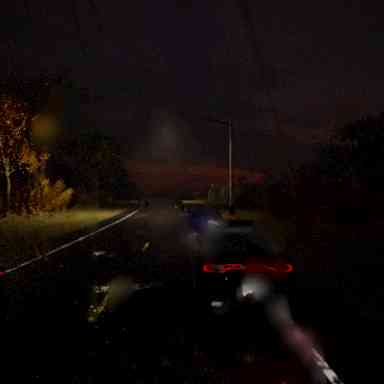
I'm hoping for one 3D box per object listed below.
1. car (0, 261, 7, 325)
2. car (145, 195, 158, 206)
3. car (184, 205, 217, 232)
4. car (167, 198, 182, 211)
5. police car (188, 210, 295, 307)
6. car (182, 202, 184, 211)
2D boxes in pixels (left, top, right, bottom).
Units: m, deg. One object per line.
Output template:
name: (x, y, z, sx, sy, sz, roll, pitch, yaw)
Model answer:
car: (-3.552, 1.237, 2.206, 2.150, 2.045, 5.566, 0, 0, 0)
car: (-7.642, 1.611, 62.550, 2.150, 2.045, 5.566, 0, 0, -7)
car: (0.676, 1.597, 18.237, 1.882, 1.535, 5.008, 0, 0, -2)
car: (-2.118, 1.792, 45.146, 1.837, 1.490, 4.892, 0, 0, -5)
police car: (0.965, 1.481, 8.296, 1.930, 1.638, 5.238, 0, 0, -1)
car: (0.404, 1.680, 24.265, 1.812, 1.442, 4.674, 0, 0, -3)
